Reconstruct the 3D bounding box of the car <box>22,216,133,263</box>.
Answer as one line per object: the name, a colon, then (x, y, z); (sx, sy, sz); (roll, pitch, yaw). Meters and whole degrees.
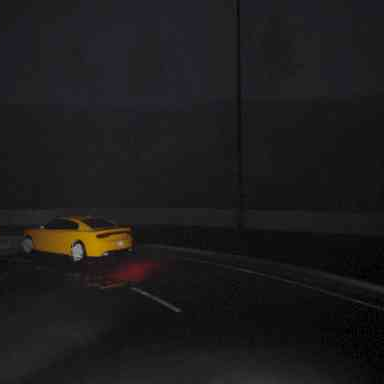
car: (-4.537, 1.657, 12.820); (5.008, 1.535, 1.882); (-1, -1, 33)
